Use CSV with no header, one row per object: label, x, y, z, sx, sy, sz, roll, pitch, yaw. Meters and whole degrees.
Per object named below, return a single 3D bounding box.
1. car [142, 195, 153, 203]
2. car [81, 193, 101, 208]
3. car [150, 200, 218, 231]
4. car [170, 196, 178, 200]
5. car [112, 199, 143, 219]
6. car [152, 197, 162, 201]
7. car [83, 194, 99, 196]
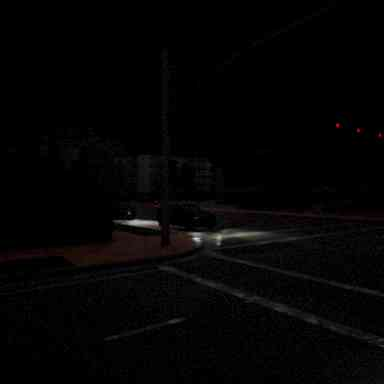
car,-8.504,1.446,65.937,2.097,1.767,4.553,0,0,10
car,-15.567,1.272,51.525,2.150,2.045,5.566,0,0,-8
car,-0.443,1.514,21.472,1.882,1.535,5.008,0,0,-38
car,-4.370,1.611,68.795,2.128,1.511,4.902,0,0,17
car,-6.621,1.527,29.762,2.128,1.511,4.902,0,0,-35
car,-5.418,1.690,58.872,1.895,1.301,4.718,0,0,0
car,-11.787,1.261,38.744,2.150,2.045,5.566,0,0,-23
